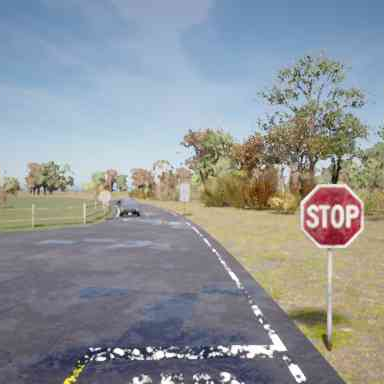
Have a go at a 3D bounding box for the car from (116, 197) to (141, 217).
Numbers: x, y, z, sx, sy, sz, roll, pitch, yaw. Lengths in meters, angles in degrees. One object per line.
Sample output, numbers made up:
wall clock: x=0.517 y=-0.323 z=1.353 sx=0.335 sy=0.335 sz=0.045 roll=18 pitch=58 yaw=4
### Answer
car: x=-5.914 y=1.525 z=31.796 sx=2.033 sy=1.411 sz=5.357 roll=0 pitch=0 yaw=-10
